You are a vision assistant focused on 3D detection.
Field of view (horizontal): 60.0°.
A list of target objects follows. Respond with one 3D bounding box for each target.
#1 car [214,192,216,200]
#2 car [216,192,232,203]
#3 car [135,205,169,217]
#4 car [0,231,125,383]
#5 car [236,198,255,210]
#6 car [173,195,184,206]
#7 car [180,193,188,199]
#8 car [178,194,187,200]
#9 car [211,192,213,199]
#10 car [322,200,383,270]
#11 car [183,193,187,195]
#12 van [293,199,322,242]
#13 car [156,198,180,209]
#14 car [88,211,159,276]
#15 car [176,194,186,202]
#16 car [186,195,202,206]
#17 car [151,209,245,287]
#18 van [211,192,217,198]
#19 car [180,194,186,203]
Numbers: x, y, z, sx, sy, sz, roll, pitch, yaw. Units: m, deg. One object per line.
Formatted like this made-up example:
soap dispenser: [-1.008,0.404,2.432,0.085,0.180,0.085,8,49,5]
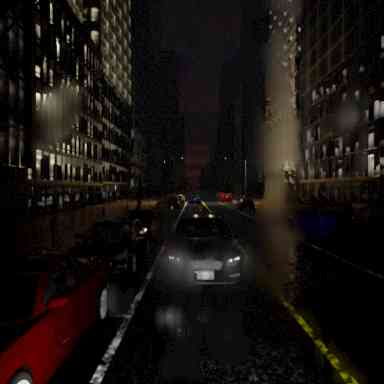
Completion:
car: [6.204,0.964,66.815,2.192,1.841,5.009,-1,0,0]
car: [6.190,0.994,61.131,2.192,1.841,5.009,-1,0,0]
car: [-2.300,1.500,15.685,1.802,1.307,4.206,-1,0,0]
car: [-2.328,1.522,4.317,1.887,1.381,4.507,-1,0,0]
car: [6.136,1.349,38.397,2.008,1.369,4.403,-1,0,0]
car: [-2.244,1.350,38.418,2.008,1.369,4.403,-1,0,0]
car: [-2.118,1.077,89.571,2.008,1.369,4.403,-1,0,0]
car: [-2.146,1.154,78.204,1.947,1.339,4.313,-1,0,0]
car: [6.234,1.028,78.182,1.967,1.590,4.097,-1,0,0]
car: [6.064,1.262,9.979,2.192,1.841,5.009,-1,0,0]
car: [-2.203,1.149,55.468,1.967,1.590,4.097,-1,0,0]
van: [6.078,1.259,15.663,1.690,1.788,3.998,-1,0,0]
car: [-2.273,1.409,27.052,2.008,1.369,4.403,-1,0,0]
car: [-2.315,1.498,10.001,2.008,1.369,4.403,-1,0,0]
car: [-2.174,1.175,66.666,1.752,1.417,4.829,-1,0,0]
car: [0.484,1.212,50.524,1.882,1.535,5.008,0,0,0]
car: [0.280,1.442,9.316,2.128,1.511,4.902,0,0,0]
van: [6.274,0.836,95.232,1.690,1.788,3.998,-1,0,0]
car: [-2.216,1.321,49.786,1.802,1.307,4.206,-1,0,0]
